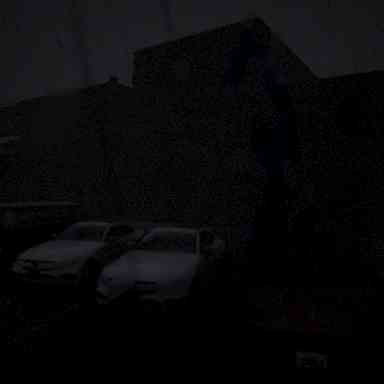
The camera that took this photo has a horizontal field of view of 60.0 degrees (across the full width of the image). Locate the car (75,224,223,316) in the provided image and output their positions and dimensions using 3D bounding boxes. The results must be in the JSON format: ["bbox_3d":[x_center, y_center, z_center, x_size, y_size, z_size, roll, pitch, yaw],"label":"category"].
[{"bbox_3d":[-0.390,1.525,7.737,2.002,1.452,4.674,0,-1,15],"label":"car"}]

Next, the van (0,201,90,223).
[{"bbox_3d":[-5.151,1.303,11.252,1.878,1.987,4.442,-1,-1,15],"label":"van"}]

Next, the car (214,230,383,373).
[{"bbox_3d":[1.981,1.504,6.008,2.163,1.488,4.792,0,-1,16],"label":"car"}]

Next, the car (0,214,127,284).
[{"bbox_3d":[-2.785,1.543,9.440,2.002,1.452,4.674,0,-1,15],"label":"car"}]
